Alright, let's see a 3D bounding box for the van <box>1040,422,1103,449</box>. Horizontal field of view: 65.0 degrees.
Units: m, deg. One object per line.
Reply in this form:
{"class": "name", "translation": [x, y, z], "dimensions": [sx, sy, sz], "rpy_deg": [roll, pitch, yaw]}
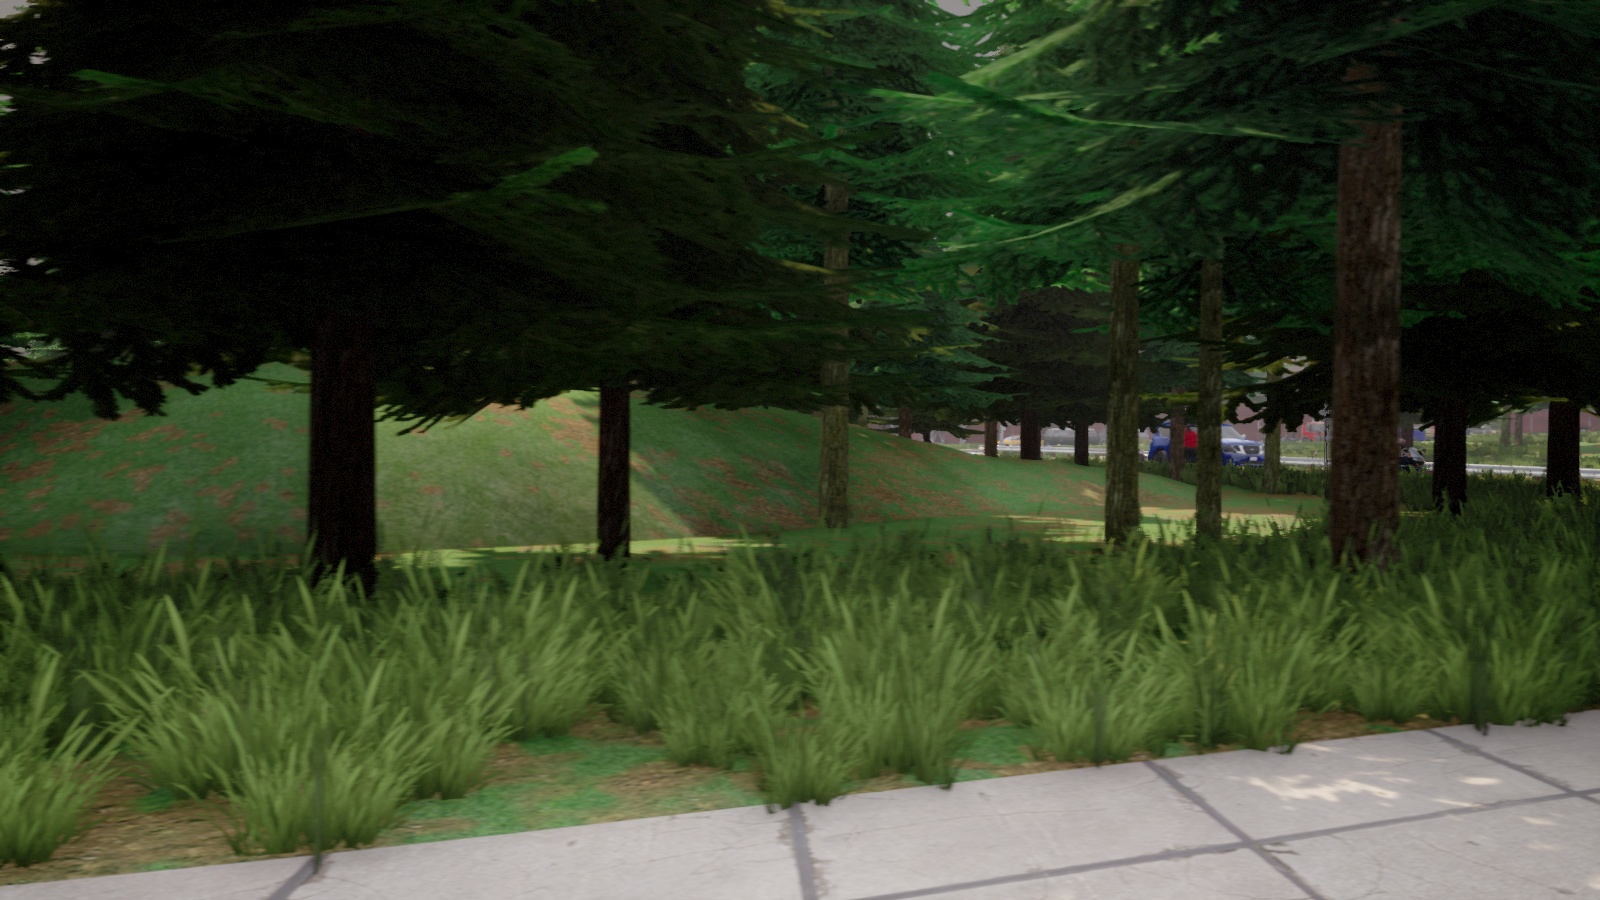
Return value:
{"class": "van", "translation": [20.999, -1.140, 97.093], "dimensions": [4.442, 1.987, 1.775], "rpy_deg": [-1, 1, -20]}

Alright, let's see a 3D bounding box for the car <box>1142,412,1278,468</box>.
{"class": "car", "translation": [16.024, -0.418, 49.501], "dimensions": [2.150, 2.045, 5.566], "rpy_deg": [-1, 1, -19]}

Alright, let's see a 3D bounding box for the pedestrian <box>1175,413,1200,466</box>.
{"class": "pedestrian", "translation": [13.841, -0.380, 44.888], "dimensions": [0.634, 1.844, 0.899], "rpy_deg": [-1, 1, 1]}

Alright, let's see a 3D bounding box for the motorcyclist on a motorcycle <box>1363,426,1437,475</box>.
{"class": "motorcyclist on a motorcycle", "translation": [19.199, 0.004, 40.235], "dimensions": [0.866, 1.530, 2.191], "rpy_deg": [-1, 1, -19]}
